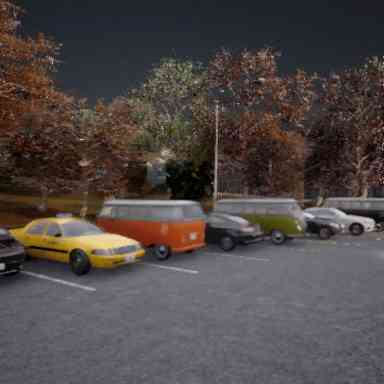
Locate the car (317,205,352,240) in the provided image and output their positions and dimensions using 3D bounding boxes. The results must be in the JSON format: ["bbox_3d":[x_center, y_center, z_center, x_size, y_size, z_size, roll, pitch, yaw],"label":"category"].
[{"bbox_3d":[5.552,1.597,17.537,4.674,1.452,2.002,-1,-1,35],"label":"car"}]

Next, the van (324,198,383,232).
[{"bbox_3d":[10.245,1.370,21.019,4.442,1.987,1.878,-1,-1,34],"label":"van"}]

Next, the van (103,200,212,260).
[{"bbox_3d":[-1.737,1.286,12.470,4.442,1.987,1.878,-1,-1,34],"label":"van"}]

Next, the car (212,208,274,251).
[{"bbox_3d":[0.758,1.563,14.108,4.674,1.452,2.002,-1,-1,34],"label":"car"}]

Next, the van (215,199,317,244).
[{"bbox_3d":[3.253,1.313,15.766,4.442,1.987,1.878,-1,-1,34],"label":"van"}]

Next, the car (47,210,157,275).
[{"bbox_3d":[-3.881,1.492,10.590,5.366,1.575,1.946,-1,-1,35],"label":"car"}]

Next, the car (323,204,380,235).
[{"bbox_3d":[7.948,1.614,19.250,4.674,1.452,2.002,-1,-1,34],"label":"car"}]

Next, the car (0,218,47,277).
[{"bbox_3d":[-6.427,1.486,8.977,4.892,1.521,2.231,-1,-1,35],"label":"car"}]
